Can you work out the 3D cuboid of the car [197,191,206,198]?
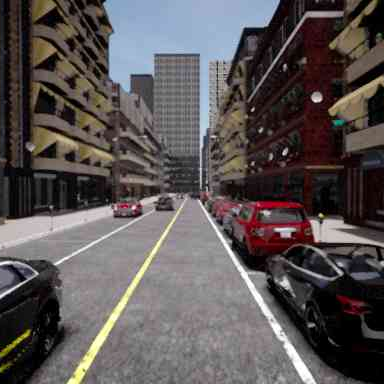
[{"bbox_3d":[2.554,0.695,89.161,2.192,1.841,5.009,-1,0,0],"label":"car"}]

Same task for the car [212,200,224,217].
[{"bbox_3d":[2.556,1.428,22.577,1.802,1.307,4.206,-1,0,0],"label":"car"}]

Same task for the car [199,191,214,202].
[{"bbox_3d":[2.553,0.969,50.319,2.192,1.841,5.009,-1,0,0],"label":"car"}]

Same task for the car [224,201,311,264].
[{"bbox_3d":[2.553,1.237,11.477,2.192,1.841,5.009,-1,0,0],"label":"car"}]

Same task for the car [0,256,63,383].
[{"bbox_3d":[-2.842,1.470,3.084,2.128,1.511,4.902,0,0,0],"label":"car"}]

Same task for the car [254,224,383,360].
[{"bbox_3d":[2.556,1.525,5.930,1.947,1.339,4.313,-1,0,0],"label":"car"}]

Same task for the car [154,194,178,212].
[{"bbox_3d":[-2.844,1.261,35.456,1.837,1.490,4.892,0,0,0],"label":"car"}]

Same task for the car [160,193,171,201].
[{"bbox_3d":[-5.325,0.977,66.946,1.967,1.590,4.097,-1,0,0],"label":"car"}]

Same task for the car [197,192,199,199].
[{"bbox_3d":[2.557,1.080,72.516,1.802,1.307,4.206,-1,0,0],"label":"car"}]

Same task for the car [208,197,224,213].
[{"bbox_3d":[2.556,1.390,28.126,1.802,1.307,4.206,-1,0,0],"label":"car"}]

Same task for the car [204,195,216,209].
[{"bbox_3d":[2.556,1.335,33.674,1.947,1.339,4.313,-1,0,0],"label":"car"}]

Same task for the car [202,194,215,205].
[{"bbox_3d":[2.556,1.282,39.223,2.008,1.369,4.403,-1,0,0],"label":"car"}]

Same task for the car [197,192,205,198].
[{"bbox_3d":[2.555,0.780,94.711,1.967,1.590,4.097,-1,0,0],"label":"car"}]

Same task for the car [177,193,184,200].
[{"bbox_3d":[-2.750,0.912,75.890,2.128,1.511,4.902,0,0,0],"label":"car"}]

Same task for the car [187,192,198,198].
[{"bbox_3d":[0.277,0.860,92.634,1.837,1.490,4.892,0,0,15],"label":"car"}]

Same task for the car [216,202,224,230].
[{"bbox_3d":[2.556,1.435,17.027,2.008,1.369,4.403,-1,0,0],"label":"car"}]

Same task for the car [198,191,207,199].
[{"bbox_3d":[2.553,0.735,83.612,2.192,1.841,5.009,-1,0,0],"label":"car"}]

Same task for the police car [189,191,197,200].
[{"bbox_3d":[0.825,0.892,76.867,1.930,1.638,5.238,0,0,0],"label":"police car"}]

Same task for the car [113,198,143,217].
[{"bbox_3d":[-5.326,1.247,28.103,1.967,1.590,4.097,-1,0,0],"label":"car"}]
